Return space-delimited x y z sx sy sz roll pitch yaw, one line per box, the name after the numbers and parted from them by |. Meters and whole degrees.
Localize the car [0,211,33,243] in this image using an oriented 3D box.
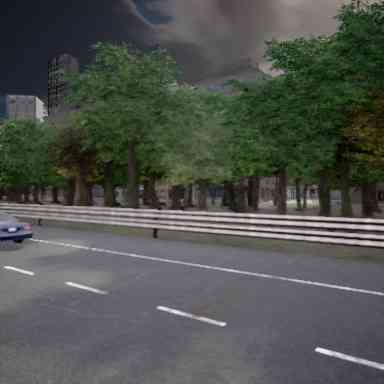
-9.188 1.549 14.731 5.357 1.411 2.033 0 0 36 | car
